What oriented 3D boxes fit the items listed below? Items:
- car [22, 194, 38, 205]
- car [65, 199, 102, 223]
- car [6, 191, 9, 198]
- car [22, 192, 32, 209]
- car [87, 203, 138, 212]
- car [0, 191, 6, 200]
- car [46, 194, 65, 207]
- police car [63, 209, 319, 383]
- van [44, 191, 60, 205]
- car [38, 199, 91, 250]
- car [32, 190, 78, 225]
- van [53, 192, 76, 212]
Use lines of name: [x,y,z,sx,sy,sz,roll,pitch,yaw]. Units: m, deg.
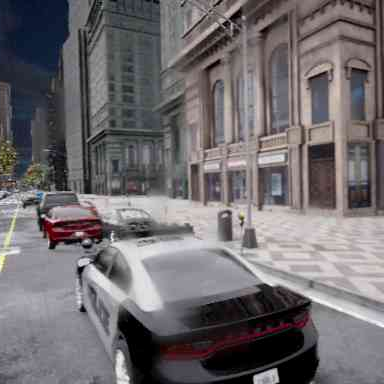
car: [-24.474,1.106,50.212,1.994,1.385,4.181,-2,1,-27]
car: [-7.697,1.262,23.264,1.802,1.307,4.206,-2,1,-27]
car: [-47.325,1.019,82.542,1.887,1.381,4.507,-2,1,-27]
car: [-19.094,1.133,39.672,1.837,1.490,4.892,-2,2,-26]
car: [-2.702,1.313,13.408,2.008,1.369,4.403,-2,1,-27]
car: [-42.469,1.071,72.951,1.752,1.417,4.829,-2,1,-27]
car: [-17.691,1.060,42.974,1.887,1.381,4.507,-2,1,-27]
police car: [-0.564,1.315,5.043,1.930,1.638,5.238,-2,1,-27]
van: [-20.194,0.816,47.898,1.690,1.788,3.998,-2,1,-27]
car: [-5.096,1.297,13.822,1.882,1.535,5.008,-2,1,-28]
car: [-7.770,0.995,19.237,2.150,2.045,5.566,-2,1,-27]
van: [-12.700,0.938,33.115,1.690,1.788,3.998,-2,1,-27]
